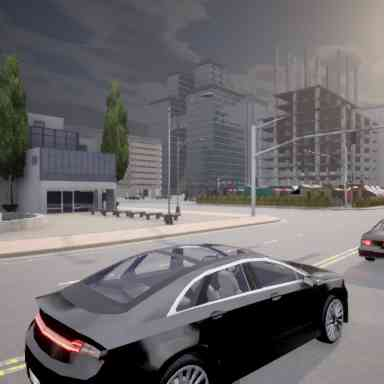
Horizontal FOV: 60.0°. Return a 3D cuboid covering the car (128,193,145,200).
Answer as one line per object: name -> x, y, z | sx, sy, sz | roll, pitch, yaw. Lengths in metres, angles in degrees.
car -> -14.426, 1.156, 90.016 | 1.905, 1.878, 3.866 | 0, 0, 43

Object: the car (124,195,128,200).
car -> -16.487, 1.153, 92.049 | 1.932, 1.855, 4.605 | 0, 0, 43

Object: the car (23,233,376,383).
car -> 0.401, 1.492, 4.617 | 4.902, 1.511, 2.128 | 0, 0, -41

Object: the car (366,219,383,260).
car -> 7.324, 1.547, 11.326 | 2.033, 1.411, 5.357 | 0, 0, 43

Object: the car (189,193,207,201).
car -> 1.916, 1.395, 74.523 | 1.970, 1.475, 3.806 | 0, 0, 43

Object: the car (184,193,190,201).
car -> -0.175, 1.156, 76.525 | 1.905, 1.878, 3.866 | 0, 0, 43
